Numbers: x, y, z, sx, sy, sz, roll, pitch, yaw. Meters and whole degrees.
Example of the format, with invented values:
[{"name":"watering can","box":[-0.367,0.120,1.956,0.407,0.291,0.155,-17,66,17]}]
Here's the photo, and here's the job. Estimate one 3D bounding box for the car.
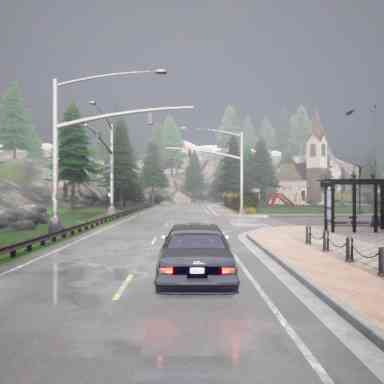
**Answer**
[{"name":"car","box":[0.096,1.547,8.855,2.033,1.411,5.357,0,0,0]}]
